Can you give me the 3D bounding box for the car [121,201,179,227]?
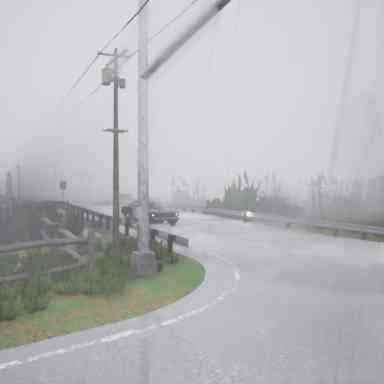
[{"bbox_3d":[-2.621,1.239,20.176,1.895,1.301,4.718,0,3,-32],"label":"car"}]
